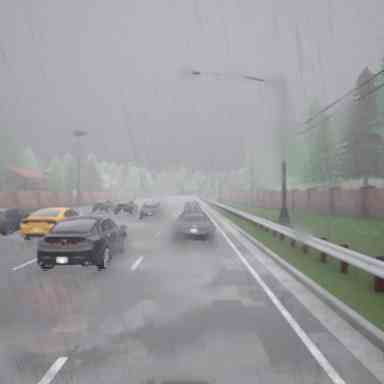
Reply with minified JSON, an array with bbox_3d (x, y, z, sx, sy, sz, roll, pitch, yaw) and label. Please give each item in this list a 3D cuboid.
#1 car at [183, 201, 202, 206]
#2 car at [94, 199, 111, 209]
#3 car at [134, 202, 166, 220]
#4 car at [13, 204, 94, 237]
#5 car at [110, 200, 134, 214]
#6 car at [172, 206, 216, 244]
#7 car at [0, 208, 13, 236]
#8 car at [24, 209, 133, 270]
[{"bbox_3d":[0.053,1.659,34.630,2.033,1.411,5.357,0,0,0],"label":"car"},{"bbox_3d":[-10.455,1.639,39.726,1.837,1.490,4.892,0,0,0],"label":"car"},{"bbox_3d":[-3.440,1.588,29.495,2.128,1.511,4.902,0,0,0],"label":"car"},{"bbox_3d":[-6.923,1.538,17.276,1.882,1.535,5.008,0,0,0],"label":"car"},{"bbox_3d":[-6.947,1.623,35.483,1.837,1.490,4.892,0,0,0],"label":"car"},{"bbox_3d":[0.074,1.616,16.164,1.994,1.385,4.181,0,0,0],"label":"car"},{"bbox_3d":[-10.424,1.615,18.709,2.033,1.411,5.357,0,0,0],"label":"car"},{"bbox_3d":[-3.413,1.543,11.143,1.837,1.490,4.892,0,0,0],"label":"car"}]
